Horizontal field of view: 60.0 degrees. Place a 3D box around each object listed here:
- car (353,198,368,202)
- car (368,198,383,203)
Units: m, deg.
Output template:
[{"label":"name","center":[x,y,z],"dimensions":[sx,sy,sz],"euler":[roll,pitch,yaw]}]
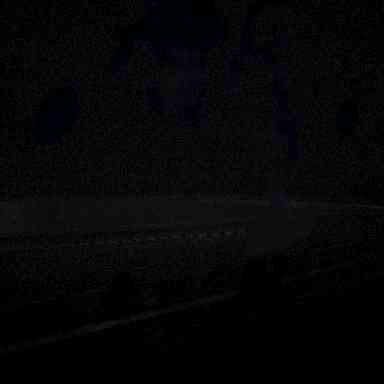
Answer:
[{"label":"car","center":[43.185,2.170,85.160],"dimensions":[1.895,1.301,4.718],"euler":[0,-1,-2]},{"label":"car","center":[46.691,2.124,82.837],"dimensions":[1.895,1.301,4.718],"euler":[0,-1,-2]}]
